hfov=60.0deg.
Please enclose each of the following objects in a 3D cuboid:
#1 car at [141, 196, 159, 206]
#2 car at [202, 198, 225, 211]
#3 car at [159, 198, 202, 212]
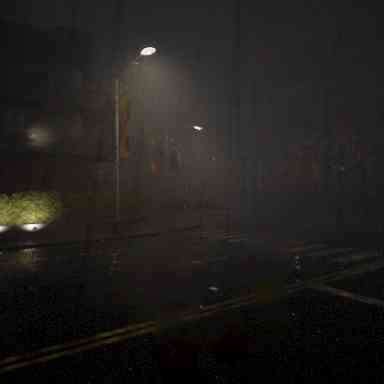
[{"bbox_3d":[-6.271,1.297,49.235,2.128,1.511,4.902,-1,0,-34],"label":"car"},{"bbox_3d":[1.803,1.372,37.433,1.994,1.385,4.181,-1,0,-35],"label":"car"},{"bbox_3d":[-1.284,1.363,35.741,1.812,1.442,4.674,-1,0,-35],"label":"car"}]
